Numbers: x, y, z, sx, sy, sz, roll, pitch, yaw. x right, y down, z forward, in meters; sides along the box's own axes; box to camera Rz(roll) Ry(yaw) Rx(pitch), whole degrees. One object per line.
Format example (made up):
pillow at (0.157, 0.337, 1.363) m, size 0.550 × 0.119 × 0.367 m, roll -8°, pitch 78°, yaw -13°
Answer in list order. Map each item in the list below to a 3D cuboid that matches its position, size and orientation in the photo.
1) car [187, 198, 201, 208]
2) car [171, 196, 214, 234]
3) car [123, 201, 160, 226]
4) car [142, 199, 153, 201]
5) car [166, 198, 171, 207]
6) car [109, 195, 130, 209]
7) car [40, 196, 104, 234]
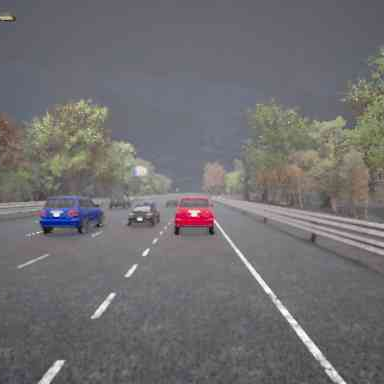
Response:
car at (0.293, 1.722, 52.021) m, size 1.994 × 1.385 × 4.181 m, roll 0°, pitch 0°, yaw 0°
car at (0.134, 1.278, 19.847) m, size 2.150 × 2.045 × 5.566 m, roll 0°, pitch 0°, yaw 0°
car at (-3.348, 1.595, 23.676) m, size 1.812 × 1.442 × 4.674 m, roll 0°, pitch 0°, yaw 0°
car at (-6.714, 1.753, 50.846) m, size 1.895 × 1.301 × 4.718 m, roll 0°, pitch 0°, yaw 0°
car at (-3.197, 1.669, 54.174) m, size 1.837 × 1.490 × 4.892 m, roll 0°, pitch 0°, yaw 0°
car at (-10.232, 1.365, 47.484) m, size 2.150 × 2.045 × 5.566 m, roll 0°, pitch 0°, yaw 0°
car at (-6.867, 1.274, 19.575) m, size 2.150 × 2.045 × 5.566 m, roll 0°, pitch 0°, yaw 0°
